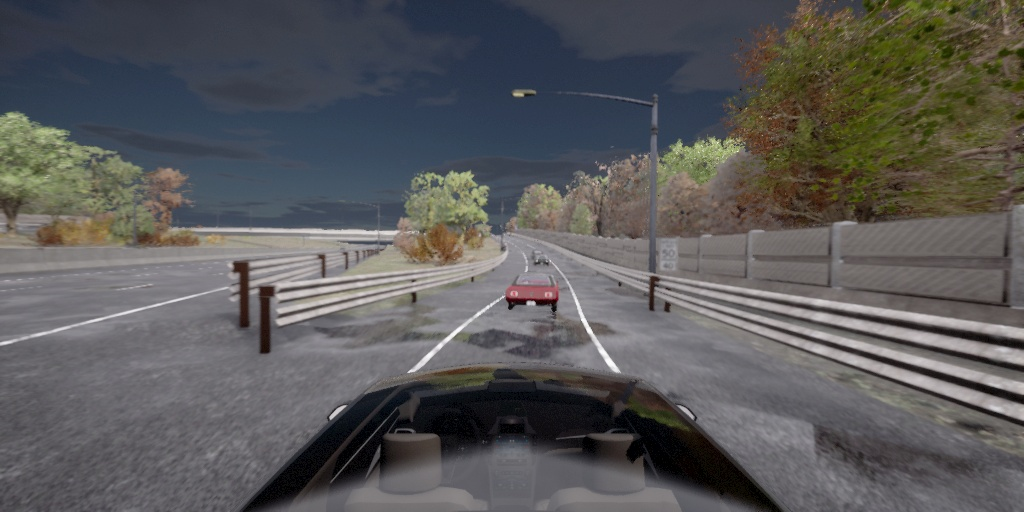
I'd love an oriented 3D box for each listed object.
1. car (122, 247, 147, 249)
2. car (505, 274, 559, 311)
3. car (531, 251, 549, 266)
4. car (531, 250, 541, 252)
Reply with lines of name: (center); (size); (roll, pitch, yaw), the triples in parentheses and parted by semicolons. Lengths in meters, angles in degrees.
car: (-39.900, -0.159, 37.710); (1.837, 1.490, 4.892); (0, 1, -18)
car: (0.962, 1.376, 14.774); (1.895, 1.301, 4.718); (1, 0, 7)
car: (3.659, 0.513, 45.413); (1.895, 1.301, 4.718); (1, 3, 2)
car: (3.915, -0.263, 55.777); (1.812, 1.442, 4.674); (1, 5, 0)
